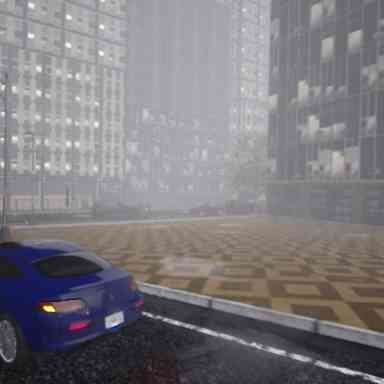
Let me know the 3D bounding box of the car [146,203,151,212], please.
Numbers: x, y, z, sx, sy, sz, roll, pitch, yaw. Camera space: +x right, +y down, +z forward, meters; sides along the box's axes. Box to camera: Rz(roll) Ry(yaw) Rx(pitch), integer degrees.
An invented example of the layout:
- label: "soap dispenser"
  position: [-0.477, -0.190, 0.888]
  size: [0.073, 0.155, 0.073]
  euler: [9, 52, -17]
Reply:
- label: "car"
  position: [-7.412, 1.866, 42.998]
  size: [4.403, 1.369, 2.008]
  euler: [0, 1, -34]

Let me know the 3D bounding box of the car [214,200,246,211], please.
- label: "car"
  position: [5.606, 1.986, 48.890]
  size: [4.674, 1.442, 1.812]
  euler: [0, 1, -34]

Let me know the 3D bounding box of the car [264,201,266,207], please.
- label: "car"
  position: [11.303, 2.045, 55.802]
  size: [4.206, 1.307, 1.802]
  euler: [0, 1, -34]

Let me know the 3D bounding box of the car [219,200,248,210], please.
- label: "car"
  position: [6.625, 1.992, 52.601]
  size: [4.313, 1.339, 1.947]
  euler: [0, 1, -34]

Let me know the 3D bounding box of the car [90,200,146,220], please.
- label: "car"
  position: [-7.638, 1.766, 33.290]
  size: [5.009, 1.841, 2.192]
  euler: [0, 1, -34]

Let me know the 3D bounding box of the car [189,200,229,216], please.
- label: "car"
  position: [1.715, 2.068, 39.695]
  size: [4.507, 1.381, 1.887]
  euler: [0, 1, -34]

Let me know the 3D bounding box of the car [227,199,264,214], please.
- label: "car"
  position: [6.398, 1.875, 42.893]
  size: [5.009, 1.841, 2.192]
  euler: [0, 1, -34]

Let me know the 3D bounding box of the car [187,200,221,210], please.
- label: "car"
  position: [1.806, 1.913, 49.303]
  size: [4.829, 1.417, 1.752]
  euler: [0, 1, -34]

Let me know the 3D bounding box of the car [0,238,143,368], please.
- label: "car"
  position: [-2.892, 1.551, 5.748]
  size: [4.674, 1.442, 1.812]
  euler: [-1, 0, 36]
